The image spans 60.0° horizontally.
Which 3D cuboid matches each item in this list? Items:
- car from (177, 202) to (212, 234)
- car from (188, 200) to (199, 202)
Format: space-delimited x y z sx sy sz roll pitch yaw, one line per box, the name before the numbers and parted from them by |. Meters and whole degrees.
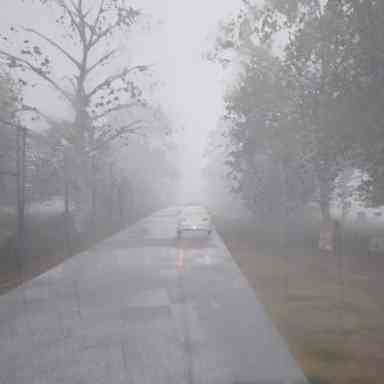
car | 0.132 1.539 19.062 1.812 1.442 4.674 0 0 0
car | 0.205 1.593 36.580 1.994 1.385 4.181 0 0 0
